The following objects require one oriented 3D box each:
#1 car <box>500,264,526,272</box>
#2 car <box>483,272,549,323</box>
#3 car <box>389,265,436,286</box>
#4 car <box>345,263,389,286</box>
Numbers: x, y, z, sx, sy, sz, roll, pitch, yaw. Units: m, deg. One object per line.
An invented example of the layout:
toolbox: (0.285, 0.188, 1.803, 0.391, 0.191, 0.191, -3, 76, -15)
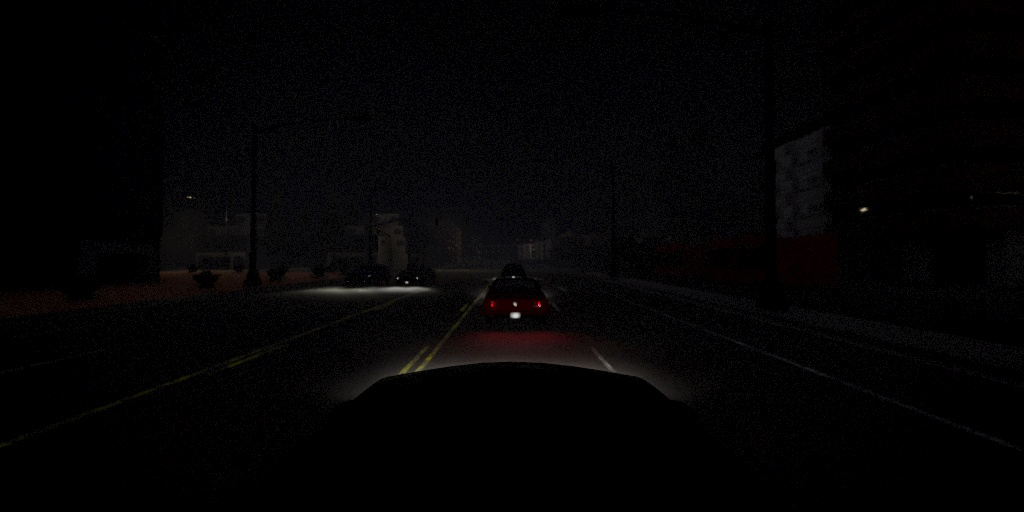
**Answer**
car: (0.099, 1.346, 28.684, 1.837, 1.490, 4.892, 0, 0, 0)
car: (0.099, 1.386, 12.283, 1.895, 1.301, 4.718, 0, 0, 0)
car: (-7.004, 1.379, 26.551, 2.033, 1.411, 5.357, 0, 0, 0)
car: (-10.505, 1.312, 26.499, 1.882, 1.535, 5.008, 0, 0, 0)
